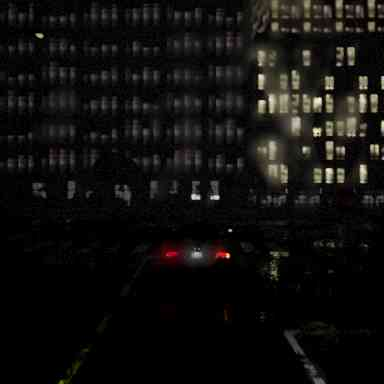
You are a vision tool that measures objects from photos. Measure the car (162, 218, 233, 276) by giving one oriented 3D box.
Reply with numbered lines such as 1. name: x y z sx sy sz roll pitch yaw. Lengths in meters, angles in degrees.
1. car: 0.285 1.526 10.326 2.033 1.411 5.357 0 0 4
